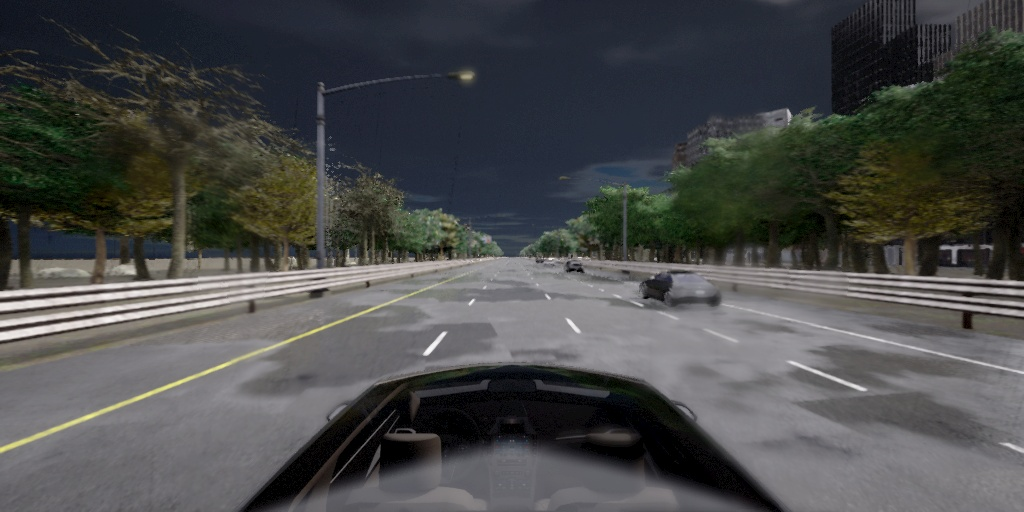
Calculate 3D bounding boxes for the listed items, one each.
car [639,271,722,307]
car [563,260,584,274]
[{"bbox_3d":[7.007,1.324,15.364,1.994,1.385,4.181,0,0,0],"label":"car"},{"bbox_3d":[7.072,1.272,41.658,1.837,1.490,4.892,0,0,0],"label":"car"}]
